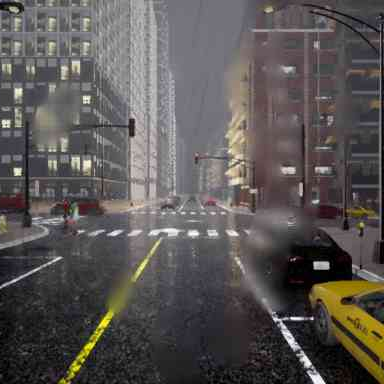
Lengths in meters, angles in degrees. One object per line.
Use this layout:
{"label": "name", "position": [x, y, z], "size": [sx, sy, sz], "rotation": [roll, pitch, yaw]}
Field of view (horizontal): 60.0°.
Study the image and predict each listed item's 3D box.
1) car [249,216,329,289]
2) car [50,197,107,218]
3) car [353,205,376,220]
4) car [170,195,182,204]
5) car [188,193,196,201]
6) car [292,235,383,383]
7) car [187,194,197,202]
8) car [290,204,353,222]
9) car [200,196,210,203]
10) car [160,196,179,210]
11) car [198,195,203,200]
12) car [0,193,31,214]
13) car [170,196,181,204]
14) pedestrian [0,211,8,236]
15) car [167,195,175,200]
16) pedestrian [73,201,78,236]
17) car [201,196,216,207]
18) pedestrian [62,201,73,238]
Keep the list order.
{"label": "car", "position": [2.692, 1.566, 8.991], "size": [1.947, 1.339, 4.313], "rotation": [0, 0, 0]}
{"label": "car", "position": [-9.691, 1.206, 28.515], "size": [4.553, 1.767, 2.097], "rotation": [1, 0, -1]}
{"label": "car", "position": [14.644, 1.835, 31.331], "size": [4.829, 1.417, 1.752], "rotation": [1, -1, 0]}
{"label": "car", "position": [-3.082, 1.576, 53.300], "size": [1.994, 1.385, 4.181], "rotation": [0, 0, 1]}
{"label": "car", "position": [0.002, 1.222, 83.585], "size": [2.097, 1.767, 4.553], "rotation": [0, 0, 0]}
{"label": "car", "position": [2.693, 1.525, 3.478], "size": [1.752, 1.417, 4.829], "rotation": [0, 0, 0]}
{"label": "car", "position": [0.002, 1.542, 73.613], "size": [1.812, 1.442, 4.674], "rotation": [0, 0, 0]}
{"label": "car", "position": [10.882, 1.759, 28.642], "size": [4.674, 1.442, 1.812], "rotation": [1, 0, -2]}
{"label": "car", "position": [2.693, 1.574, 69.579], "size": [2.008, 1.369, 4.403], "rotation": [0, 0, 0]}
{"label": "car", "position": [-3.118, 1.554, 43.281], "size": [2.033, 1.411, 5.357], "rotation": [0, 0, -4]}
{"label": "car", "position": [2.692, 1.570, 63.931], "size": [2.008, 1.369, 4.403], "rotation": [0, 0, 0]}
{"label": "car", "position": [-17.692, 1.028, 31.053], "size": [5.009, 1.841, 2.192], "rotation": [1, -1, 0]}
{"label": "car", "position": [-3.053, 1.524, 63.716], "size": [1.837, 1.490, 4.892], "rotation": [0, 0, 0]}
{"label": "pedestrian", "position": [-8.962, 1.423, 15.849], "size": [0.375, 1.300, 0.375], "rotation": [0, 0, 0]}
{"label": "car", "position": [-5.688, 1.593, 92.174], "size": [2.008, 1.369, 4.403], "rotation": [0, 0, 0]}
{"label": "pedestrian", "position": [-6.034, 1.294, 17.051], "size": [0.375, 1.860, 0.375], "rotation": [0, 0, 0]}
{"label": "car", "position": [2.742, 1.593, 51.014], "size": [1.802, 1.307, 4.206], "rotation": [0, 0, 0]}
{"label": "pedestrian", "position": [-6.235, 1.294, 16.347], "size": [0.375, 1.860, 0.375], "rotation": [0, 0, 0]}
